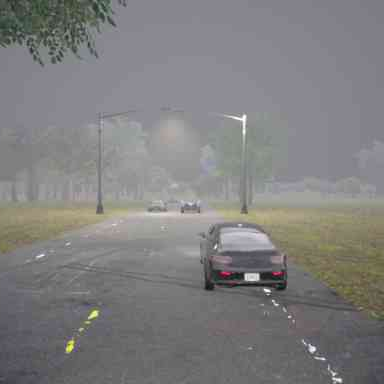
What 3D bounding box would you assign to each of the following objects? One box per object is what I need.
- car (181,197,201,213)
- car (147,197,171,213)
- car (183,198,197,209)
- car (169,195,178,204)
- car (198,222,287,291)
[{"bbox_3d":[-0.126,1.377,37.363,2.097,1.767,4.553,0,0,0],"label":"car"},{"bbox_3d":[-3.799,1.588,37.362,1.994,1.385,4.181,0,0,0],"label":"car"},{"bbox_3d":[-0.241,1.606,47.029,1.994,1.385,4.181,0,0,1],"label":"car"},{"bbox_3d":[-3.851,1.439,65.863,2.097,1.767,4.553,0,0,0],"label":"car"},{"bbox_3d":[1.178,1.524,8.901,1.812,1.442,4.674,0,0,0],"label":"car"}]
